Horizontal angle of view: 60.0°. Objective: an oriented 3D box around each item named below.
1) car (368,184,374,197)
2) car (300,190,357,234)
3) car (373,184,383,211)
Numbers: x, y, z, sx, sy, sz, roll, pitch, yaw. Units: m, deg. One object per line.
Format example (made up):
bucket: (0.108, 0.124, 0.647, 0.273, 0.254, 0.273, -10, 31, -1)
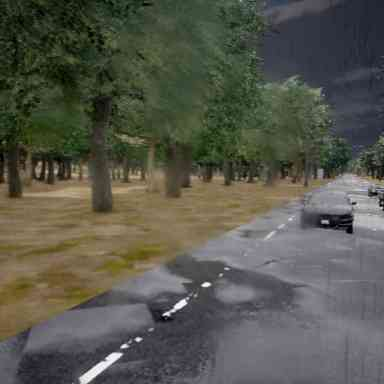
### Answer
car: (18.902, -0.151, 33.651, 1.895, 1.301, 4.718, 3, 4, 26)
car: (5.885, 0.690, 14.274, 1.882, 1.535, 5.008, 3, 4, 25)
car: (13.179, 0.401, 21.409, 2.128, 1.511, 4.902, 3, 4, 25)
